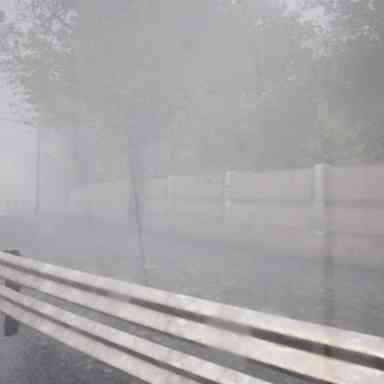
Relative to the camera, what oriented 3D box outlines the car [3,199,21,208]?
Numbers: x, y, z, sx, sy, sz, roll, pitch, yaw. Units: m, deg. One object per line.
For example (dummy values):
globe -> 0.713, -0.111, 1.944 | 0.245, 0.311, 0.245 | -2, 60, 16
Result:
car -> -32.497, 1.993, 59.628 | 1.882, 1.535, 5.008 | 1, -1, -22
